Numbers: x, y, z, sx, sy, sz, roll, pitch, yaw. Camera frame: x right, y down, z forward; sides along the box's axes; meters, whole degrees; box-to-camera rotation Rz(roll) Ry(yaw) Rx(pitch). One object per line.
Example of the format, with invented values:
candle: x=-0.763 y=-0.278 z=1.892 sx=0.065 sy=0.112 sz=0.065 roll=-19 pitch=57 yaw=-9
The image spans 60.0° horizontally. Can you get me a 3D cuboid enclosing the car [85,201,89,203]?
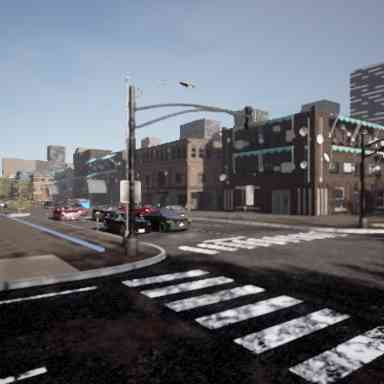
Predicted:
car: x=-13.662 y=2.102 z=38.991 sx=1.812 sy=1.442 sz=4.674 roll=0 pitch=-1 yaw=-35

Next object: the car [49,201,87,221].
car: x=-12.195 y=1.946 z=32.482 sx=1.967 sy=1.590 sz=4.097 roll=-1 pitch=0 yaw=-36

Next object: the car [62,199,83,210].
car: x=-21.564 y=2.130 z=59.841 sx=2.192 sy=1.841 sz=5.009 roll=-1 pitch=0 yaw=-36

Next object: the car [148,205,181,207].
car: x=-2.158 y=1.995 z=32.886 sx=2.008 sy=1.369 sz=4.403 roll=-1 pitch=0 yaw=-36

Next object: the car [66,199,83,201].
car: x=-19.300 y=2.085 z=52.253 sx=2.097 sy=1.767 sz=4.553 roll=0 pitch=-1 yaw=-35

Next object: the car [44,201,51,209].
car: x=-26.344 y=2.368 z=62.056 sx=1.837 sy=1.490 sz=4.892 roll=0 pitch=-1 yaw=-35

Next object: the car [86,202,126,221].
car: x=-7.688 y=1.950 z=30.677 sx=2.128 sy=1.511 sz=4.902 roll=0 pitch=-1 yaw=-36

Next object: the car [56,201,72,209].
car: x=-24.794 y=2.419 z=64.332 sx=1.887 sy=1.381 sz=4.507 roll=-1 pitch=0 yaw=-36

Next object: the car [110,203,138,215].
car: x=-8.624 y=2.153 z=41.871 sx=1.802 sy=1.307 sz=4.206 roll=-1 pitch=0 yaw=-36

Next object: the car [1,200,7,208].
car: x=-34.829 y=2.481 z=63.928 sx=2.008 sy=1.369 sz=4.403 roll=-1 pitch=0 yaw=-36

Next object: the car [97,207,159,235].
car: x=-4.184 y=1.911 z=21.149 sx=1.947 sy=1.339 sz=4.313 roll=-1 pitch=0 yaw=-36

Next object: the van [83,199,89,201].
van: x=-18.330 y=2.097 z=55.349 sx=1.690 sy=1.788 sz=3.998 roll=-1 pitch=0 yaw=-36

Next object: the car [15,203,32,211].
car: x=-28.262 y=2.336 z=54.805 sx=1.752 sy=1.417 sz=4.829 roll=-1 pitch=0 yaw=-36

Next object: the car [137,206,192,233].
car: x=-1.852 y=1.907 z=22.544 sx=1.994 sy=1.385 sz=4.181 roll=0 pitch=-1 yaw=-37

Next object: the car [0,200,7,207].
car: x=-44.530 y=2.656 z=77.405 sx=2.008 sy=1.369 sz=4.403 roll=-1 pitch=0 yaw=-36

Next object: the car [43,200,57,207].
car: x=-31.262 y=2.557 z=73.317 sx=1.947 sy=1.339 sz=4.313 roll=-1 pitch=0 yaw=-36
